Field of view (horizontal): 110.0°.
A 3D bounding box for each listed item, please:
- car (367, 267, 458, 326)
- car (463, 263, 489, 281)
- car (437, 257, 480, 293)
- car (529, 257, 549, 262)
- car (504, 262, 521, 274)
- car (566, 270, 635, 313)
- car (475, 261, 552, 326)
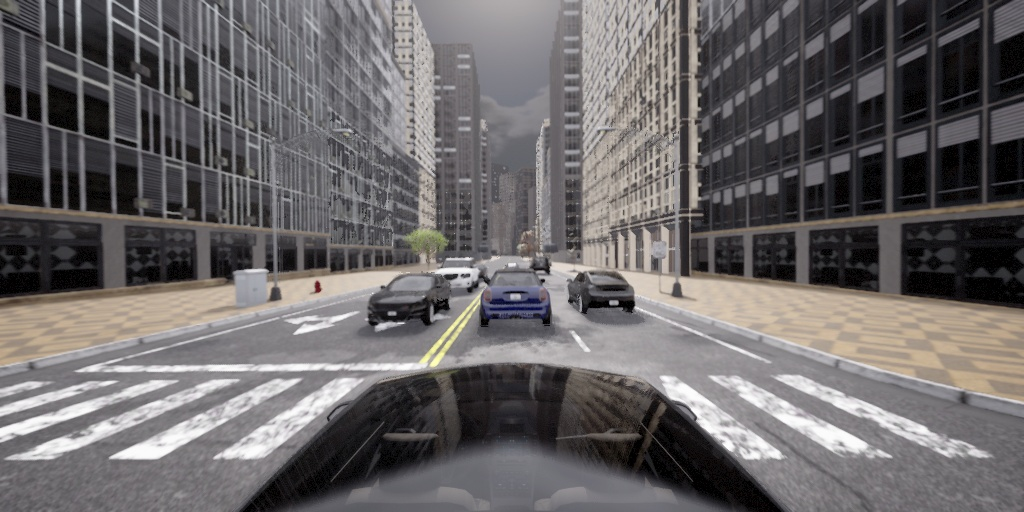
[{"bbox_3d":[-3.342,1.340,12.534,1.882,1.535,5.008,-1,0,0],"label":"car"},{"bbox_3d":[-3.233,1.408,32.863,1.837,1.490,4.892,-1,0,0],"label":"car"},{"bbox_3d":[-3.321,1.105,22.484,2.150,2.045,5.566,-1,0,0],"label":"car"},{"bbox_3d":[3.277,1.081,42.410,2.150,2.045,5.566,-1,0,0],"label":"car"},{"bbox_3d":[0.033,1.457,43.910,1.994,1.385,4.181,-1,0,0],"label":"car"},{"bbox_3d":[3.353,1.307,14.226,1.837,1.490,4.892,-1,0,0],"label":"car"},{"bbox_3d":[0.100,1.181,12.269,2.097,1.767,4.553,-1,0,0],"label":"car"}]
